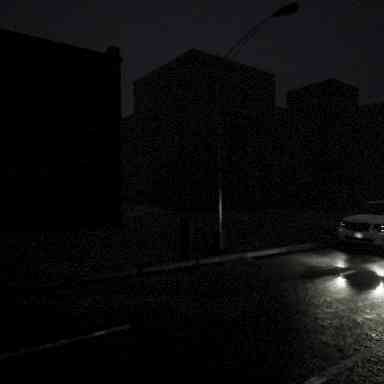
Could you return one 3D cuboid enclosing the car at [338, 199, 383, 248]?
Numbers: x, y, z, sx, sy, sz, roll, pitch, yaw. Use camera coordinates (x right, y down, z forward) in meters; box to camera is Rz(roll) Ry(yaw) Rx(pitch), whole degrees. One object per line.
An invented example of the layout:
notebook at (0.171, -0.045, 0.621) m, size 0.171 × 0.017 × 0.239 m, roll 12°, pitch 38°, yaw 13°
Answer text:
car at (8.691, 1.356, 14.549) m, size 5.566 × 2.045 × 2.150 m, roll 1°, pitch 0°, yaw -36°
